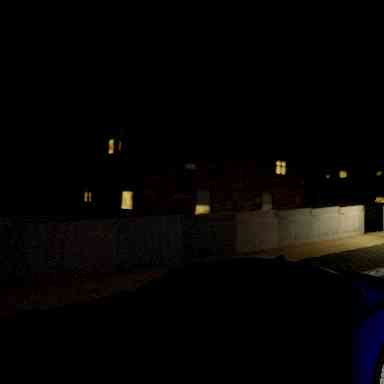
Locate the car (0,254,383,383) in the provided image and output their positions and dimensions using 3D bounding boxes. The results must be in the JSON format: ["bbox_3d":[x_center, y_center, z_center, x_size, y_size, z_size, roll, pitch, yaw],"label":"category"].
[{"bbox_3d":[0.356,1.483,3.335,5.008,1.535,1.882,0,0,-36],"label":"car"}]
